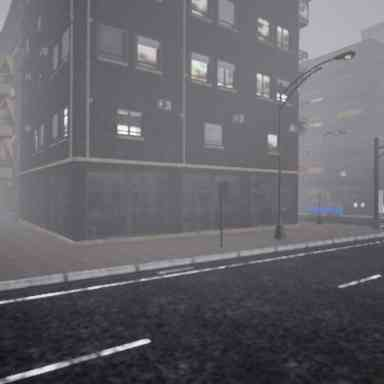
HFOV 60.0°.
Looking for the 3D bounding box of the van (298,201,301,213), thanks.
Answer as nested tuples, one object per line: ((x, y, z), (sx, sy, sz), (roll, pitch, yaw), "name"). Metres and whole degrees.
((12.086, 2.014, 42.985), (1.690, 1.788, 3.998), (-1, 0, -36), "van")

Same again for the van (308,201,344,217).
((15.402, 1.941, 38.469), (1.690, 1.788, 3.998), (-1, 0, -36), "van")
